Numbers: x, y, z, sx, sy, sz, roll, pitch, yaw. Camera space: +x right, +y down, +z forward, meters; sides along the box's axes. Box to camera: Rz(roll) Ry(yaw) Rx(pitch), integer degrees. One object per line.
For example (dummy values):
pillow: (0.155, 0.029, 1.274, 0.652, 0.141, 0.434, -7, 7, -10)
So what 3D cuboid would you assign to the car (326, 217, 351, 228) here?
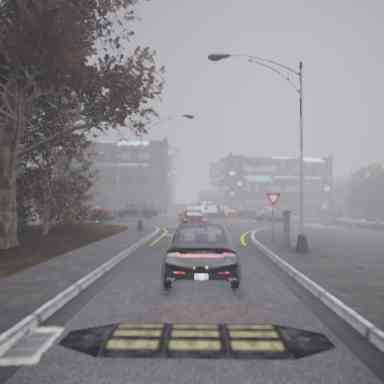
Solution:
car: (21.722, 4.371, 47.959, 2.002, 1.452, 4.674, 6, -3, -31)

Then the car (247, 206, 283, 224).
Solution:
car: (8.904, 2.761, 36.233, 4.674, 1.442, 1.812, 6, -2, -11)

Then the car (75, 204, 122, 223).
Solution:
car: (-10.668, 2.230, 34.974, 5.566, 2.045, 2.150, -2, -1, 11)

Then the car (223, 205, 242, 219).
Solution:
car: (4.005, 2.525, 44.508, 2.185, 1.767, 4.553, 4, -3, -32)

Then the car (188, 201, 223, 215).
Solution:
car: (1.136, 2.235, 43.868, 2.435, 2.045, 5.566, 1, -2, -31)

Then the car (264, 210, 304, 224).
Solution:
car: (12.776, 3.471, 46.422, 1.946, 1.575, 5.366, 6, -3, -31)

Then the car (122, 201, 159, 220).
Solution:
car: (-6.576, 2.160, 37.772, 5.566, 2.045, 2.150, -2, -1, -3)

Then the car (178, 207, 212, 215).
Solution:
car: (0.001, 2.042, 24.411, 1.812, 1.442, 4.674, 0, -2, -7)

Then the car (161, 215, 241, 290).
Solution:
car: (0.246, 1.627, 9.437, 2.128, 1.511, 4.902, 0, -1, 1)

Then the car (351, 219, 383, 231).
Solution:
car: (23.593, 4.417, 42.995, 4.718, 1.301, 1.895, 6, -2, -11)

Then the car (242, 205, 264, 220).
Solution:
car: (6.969, 2.773, 45.060, 2.185, 1.767, 4.553, 6, -3, -32)
